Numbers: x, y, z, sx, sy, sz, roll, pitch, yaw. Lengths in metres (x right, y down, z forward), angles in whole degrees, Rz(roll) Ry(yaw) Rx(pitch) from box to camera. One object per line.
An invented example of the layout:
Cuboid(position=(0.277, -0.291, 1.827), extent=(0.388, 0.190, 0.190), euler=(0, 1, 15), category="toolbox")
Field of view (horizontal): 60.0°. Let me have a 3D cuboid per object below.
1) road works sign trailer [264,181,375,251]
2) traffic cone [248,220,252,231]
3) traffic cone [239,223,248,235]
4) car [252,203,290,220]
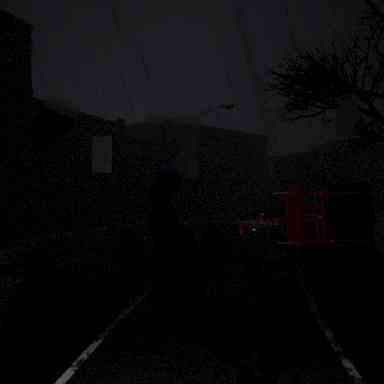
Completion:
Cuboid(position=(4.691, 0.942, 12.340), extent=(2.880, 2.380, 3.560), euler=(-2, -2, -45), category="road works sign trailer")
Cuboid(position=(3.406, 1.946, 19.508), extent=(0.340, 0.580, 0.340), euler=(1, 0, 23), category="traffic cone")
Cuboid(position=(2.625, 1.945, 17.667), extent=(0.340, 0.580, 0.340), euler=(1, 0, 23), category="traffic cone")
Cuboid(position=(6.521, 1.553, 26.633), extent=(1.994, 1.385, 4.181), euler=(1, 0, 39), category="car")
